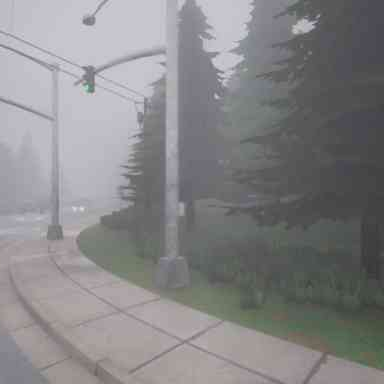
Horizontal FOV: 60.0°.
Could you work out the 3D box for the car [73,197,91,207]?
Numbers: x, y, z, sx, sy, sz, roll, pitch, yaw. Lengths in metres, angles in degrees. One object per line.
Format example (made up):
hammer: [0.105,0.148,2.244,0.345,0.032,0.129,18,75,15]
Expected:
car: [-17.300,1.521,52.481,2.128,1.511,4.902,0,0,-4]

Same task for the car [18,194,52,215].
car: [-15.851,1.225,34.332,2.150,2.045,5.566,0,0,-5]
